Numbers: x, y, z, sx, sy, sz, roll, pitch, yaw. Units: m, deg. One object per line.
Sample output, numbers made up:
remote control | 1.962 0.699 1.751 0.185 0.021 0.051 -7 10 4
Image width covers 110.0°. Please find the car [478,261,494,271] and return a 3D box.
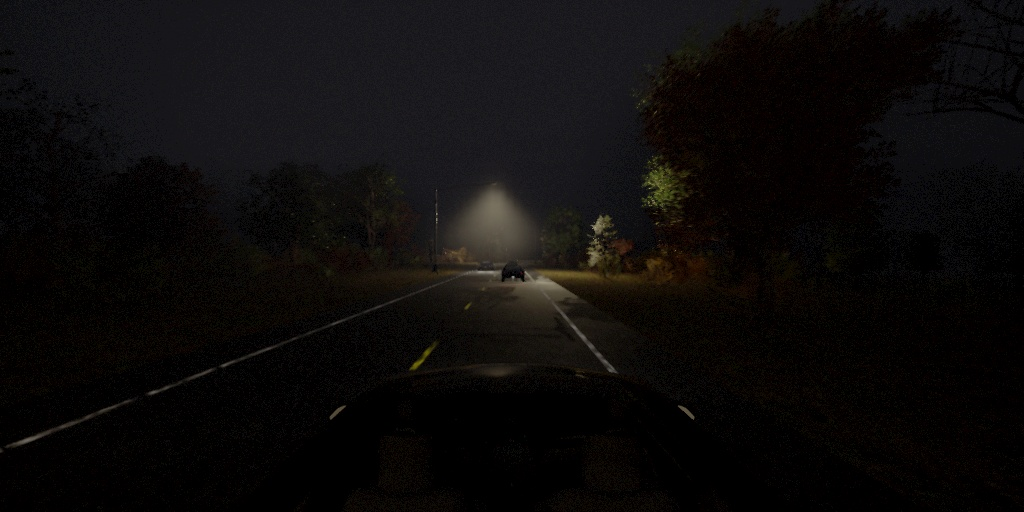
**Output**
car | -3.555 1.354 50.023 1.994 1.385 4.181 0 0 1

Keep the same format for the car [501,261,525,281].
car | 0.093 1.369 30.172 1.895 1.301 4.718 0 0 0

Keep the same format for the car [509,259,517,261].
car | 0.086 1.301 62.579 2.128 1.511 4.902 0 0 1
